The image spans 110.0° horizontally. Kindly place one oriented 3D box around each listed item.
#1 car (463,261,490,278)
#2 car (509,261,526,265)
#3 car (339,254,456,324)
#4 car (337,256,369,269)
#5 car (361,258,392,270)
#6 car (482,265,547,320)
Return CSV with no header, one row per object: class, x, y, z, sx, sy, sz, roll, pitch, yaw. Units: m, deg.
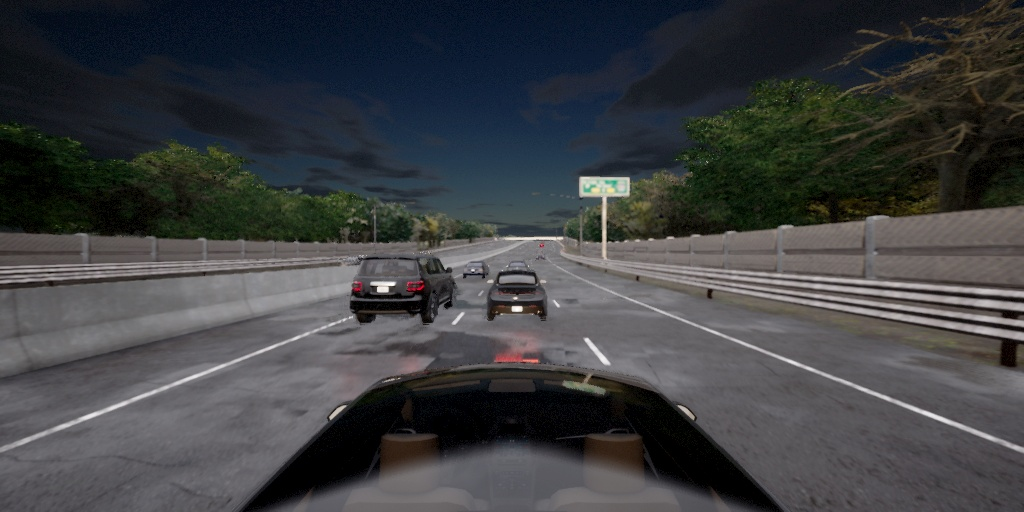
car,-3.015,1.122,30.728,2.033,1.411,5.357,0,1,1
car,0.488,1.122,30.820,2.033,1.411,5.357,0,1,1
car,-3.339,0.955,12.024,2.150,2.045,5.566,0,0,1
car,-20.220,0.828,45.794,1.812,1.442,4.674,0,1,2
car,-16.765,0.926,44.742,1.895,1.301,4.718,0,1,2
car,0.170,1.239,12.551,1.837,1.490,4.892,0,0,1
